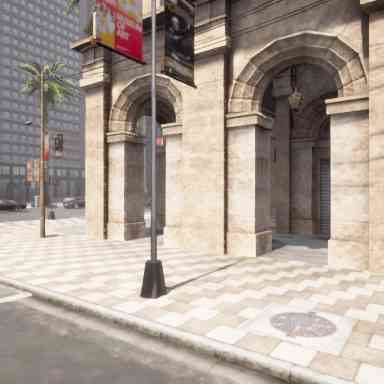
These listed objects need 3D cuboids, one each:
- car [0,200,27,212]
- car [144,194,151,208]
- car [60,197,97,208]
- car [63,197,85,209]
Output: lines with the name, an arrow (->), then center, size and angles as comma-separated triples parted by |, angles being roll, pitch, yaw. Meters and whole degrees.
car -> -21.120, 1.601, 37.012 | 1.895, 1.301, 4.718 | 0, 0, 36
car -> -4.618, 1.491, 47.649 | 2.128, 1.511, 4.902 | 0, 0, 36
car -> -16.515, 1.513, 48.729 | 2.161, 1.482, 4.786 | 0, 0, 35
car -> -15.065, 1.505, 45.447 | 1.837, 1.490, 4.892 | 0, 0, 36
